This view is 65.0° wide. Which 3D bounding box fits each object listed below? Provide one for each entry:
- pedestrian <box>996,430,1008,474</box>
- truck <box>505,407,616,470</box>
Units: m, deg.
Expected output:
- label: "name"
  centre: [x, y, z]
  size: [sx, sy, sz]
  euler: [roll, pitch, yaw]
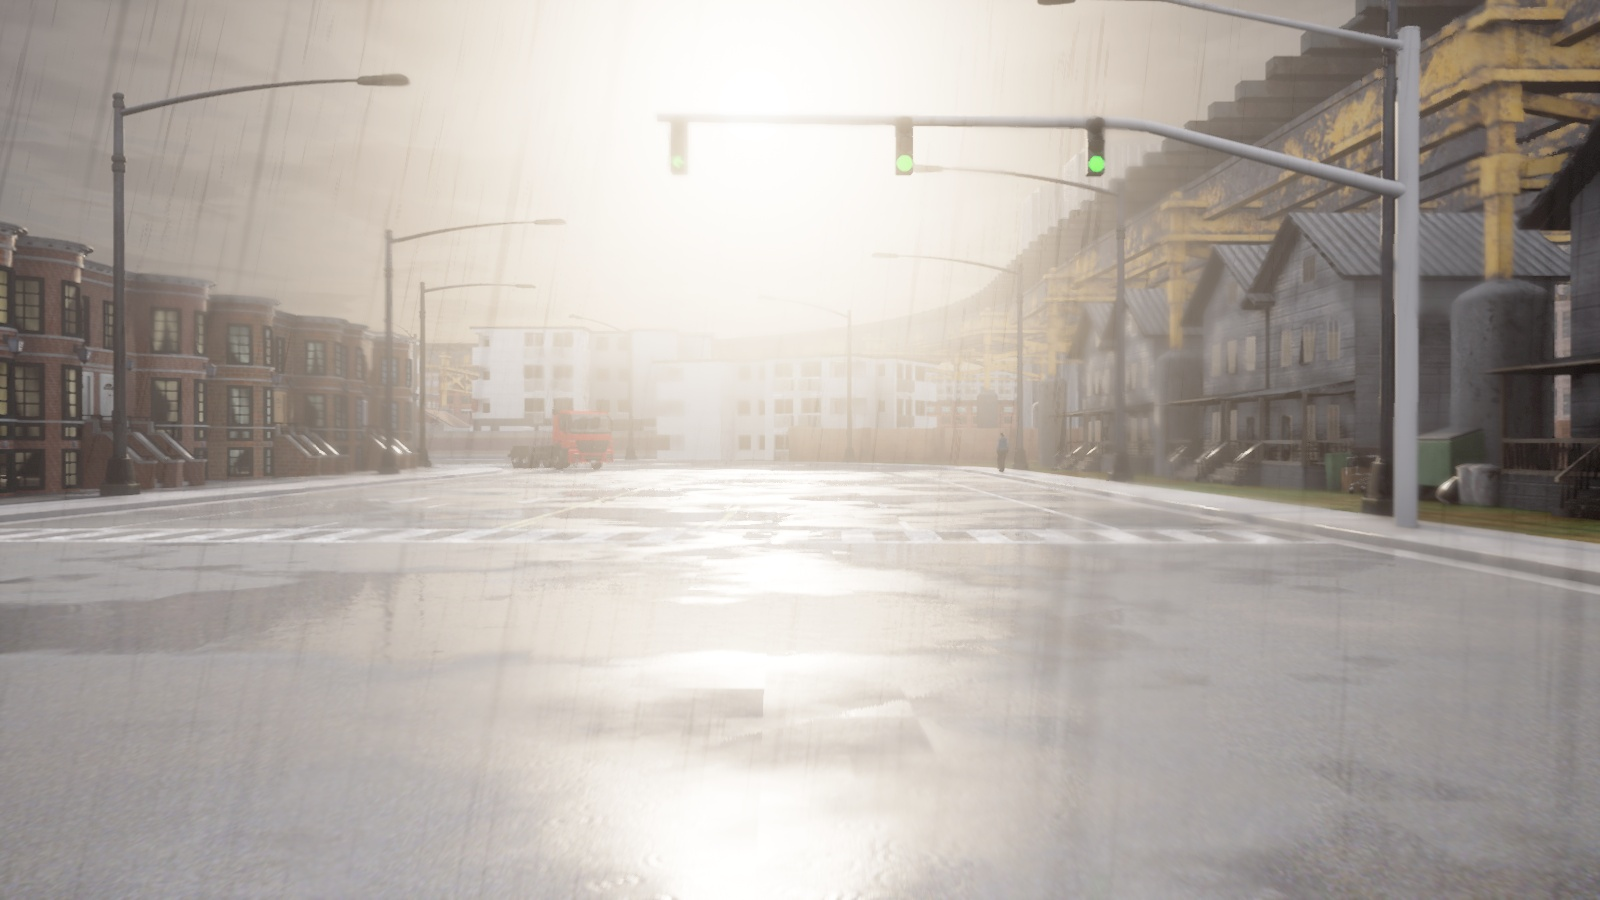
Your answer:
- label: "pedestrian"
  centre: [8.980, 0.094, 55.808]
  size: [0.396, 1.930, 0.692]
  euler: [0, 0, -2]
- label: "truck"
  centre: [-14.045, -0.659, 73.220]
  size: [2.891, 3.462, 7.936]
  euler: [0, 0, -39]
